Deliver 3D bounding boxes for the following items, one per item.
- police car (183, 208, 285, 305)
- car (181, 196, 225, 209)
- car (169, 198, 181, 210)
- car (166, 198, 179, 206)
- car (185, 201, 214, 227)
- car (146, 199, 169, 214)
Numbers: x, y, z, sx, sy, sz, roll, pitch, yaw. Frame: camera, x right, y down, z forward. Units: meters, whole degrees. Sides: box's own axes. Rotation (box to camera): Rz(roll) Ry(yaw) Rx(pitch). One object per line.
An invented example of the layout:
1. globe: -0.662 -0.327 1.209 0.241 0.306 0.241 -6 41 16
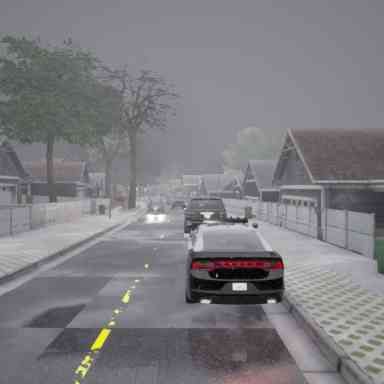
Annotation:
1. police car: 0.809 1.430 8.306 1.930 1.638 5.238 0 0 0
2. car: 0.645 1.250 18.279 2.150 2.045 5.566 0 0 -2
3. car: -1.992 1.663 46.824 1.837 1.490 4.892 0 0 -5
4. car: -3.735 1.853 61.864 2.033 1.411 5.357 0 -1 -8
5. car: 0.423 1.495 24.467 1.801 1.575 5.366 0 0 -2
6. car: -3.960 1.587 36.977 2.128 1.511 4.902 0 0 -4
